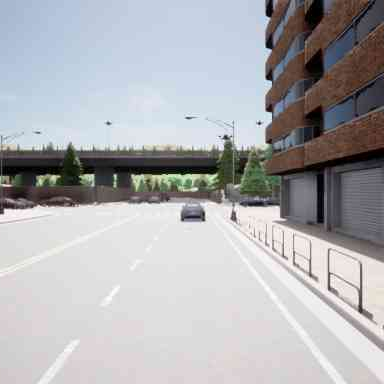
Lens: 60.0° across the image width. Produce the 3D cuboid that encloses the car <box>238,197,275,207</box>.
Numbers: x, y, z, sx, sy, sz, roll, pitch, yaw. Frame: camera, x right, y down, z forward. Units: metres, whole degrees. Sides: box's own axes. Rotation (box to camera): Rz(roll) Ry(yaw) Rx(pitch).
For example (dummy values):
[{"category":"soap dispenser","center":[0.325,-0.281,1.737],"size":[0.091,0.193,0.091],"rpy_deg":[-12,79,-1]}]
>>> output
[{"category":"car","center":[9.038,1.545,47.799],"size":[4.718,1.301,1.895],"rpy_deg":[0,0,1]}]

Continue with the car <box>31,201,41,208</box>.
[{"category":"car","center":[-22.907,1.508,44.067],"size":[4.181,1.385,1.994],"rpy_deg":[0,0,0]}]

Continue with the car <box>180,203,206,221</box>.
[{"category":"car","center":[0.083,1.564,27.209],"size":[1.994,1.385,4.181],"rpy_deg":[0,0,0]}]

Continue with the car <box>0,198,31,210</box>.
[{"category":"car","center":[-22.698,1.470,40.567],"size":[4.674,1.442,1.812],"rpy_deg":[0,0,0]}]

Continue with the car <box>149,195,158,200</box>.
[{"category":"car","center":[-10.522,1.524,91.007],"size":[1.812,1.442,4.674],"rpy_deg":[0,0,0]}]

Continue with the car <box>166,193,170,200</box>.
[{"category":"car","center":[-7.004,1.225,82.165],"size":[2.150,2.045,5.566],"rpy_deg":[0,0,0]}]

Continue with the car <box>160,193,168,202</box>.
[{"category":"car","center":[-7.004,1.540,72.070],"size":[2.033,1.411,5.357],"rpy_deg":[0,0,0]}]

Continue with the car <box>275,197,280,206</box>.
[{"category":"car","center":[12.216,1.492,51.147],"size":[5.357,1.411,2.033],"rpy_deg":[0,0,2]}]

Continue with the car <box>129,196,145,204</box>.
[{"category":"car","center":[-10.559,1.525,62.244],"size":[1.812,1.442,4.674],"rpy_deg":[0,0,0]}]

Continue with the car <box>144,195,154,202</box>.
[{"category":"car","center":[-10.504,1.524,80.682],"size":[1.812,1.442,4.674],"rpy_deg":[0,0,0]}]

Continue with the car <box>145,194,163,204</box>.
[{"category":"car","center":[-7.061,1.564,62.841],"size":[1.994,1.385,4.181],"rpy_deg":[0,0,0]}]

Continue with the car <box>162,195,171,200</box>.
[{"category":"car","center":[-7.031,1.552,92.008],"size":[1.994,1.385,4.181],"rpy_deg":[0,0,0]}]

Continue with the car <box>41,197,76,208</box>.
[{"category":"car","center":[-19.279,1.419,47.775],"size":[5.008,1.535,1.882],"rpy_deg":[0,0,1]}]
